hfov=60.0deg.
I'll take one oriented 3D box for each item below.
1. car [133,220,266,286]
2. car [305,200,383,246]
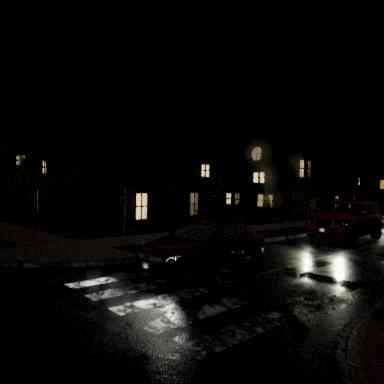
[{"bbox_3d":[0.459,1.586,9.900,1.812,1.442,4.674,2,1,43],"label":"car"},{"bbox_3d":[8.063,1.464,17.326,5.566,2.045,2.150,1,1,-43],"label":"car"}]
